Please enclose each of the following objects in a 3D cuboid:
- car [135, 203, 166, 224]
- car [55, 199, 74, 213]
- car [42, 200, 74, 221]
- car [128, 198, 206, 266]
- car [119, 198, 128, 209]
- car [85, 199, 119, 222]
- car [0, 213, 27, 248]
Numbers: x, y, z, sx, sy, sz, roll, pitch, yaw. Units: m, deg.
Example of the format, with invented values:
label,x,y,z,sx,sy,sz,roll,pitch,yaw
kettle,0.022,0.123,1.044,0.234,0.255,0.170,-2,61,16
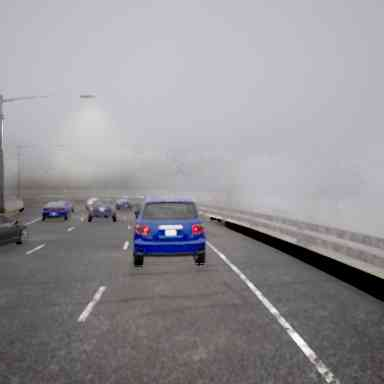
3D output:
label,x,y,z,sx,sy,sz,roll,pitch,yaw
car,-3.398,1.603,26.296,1.895,1.301,4.718,0,0,-14
car,-14.873,1.608,38.870,1.994,1.385,4.181,0,0,-21
car,-11.226,1.511,27.853,1.882,1.535,5.008,0,0,-15
car,-0.856,1.218,11.707,2.150,2.045,5.566,0,0,-6
car,-8.983,1.543,42.963,1.812,1.442,4.674,0,0,-22
car,-7.313,1.369,27.174,2.097,1.767,4.553,0,0,-15
car,-7.981,1.534,12.777,1.837,1.490,4.892,0,1,-7
